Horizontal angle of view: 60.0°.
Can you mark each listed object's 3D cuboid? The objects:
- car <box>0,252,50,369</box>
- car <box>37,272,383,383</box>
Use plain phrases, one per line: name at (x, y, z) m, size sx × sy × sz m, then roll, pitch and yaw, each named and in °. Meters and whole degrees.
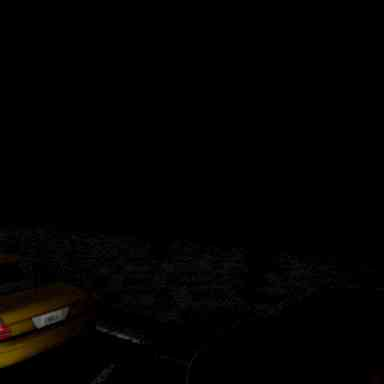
car at (-3.666, 1.590, 5.571) m, size 4.829 × 1.417 × 1.752 m, roll -1°, pitch -1°, yaw 35°
car at (1.050, 1.444, 2.216) m, size 4.097 × 1.590 × 1.967 m, roll -1°, pitch -1°, yaw 35°
